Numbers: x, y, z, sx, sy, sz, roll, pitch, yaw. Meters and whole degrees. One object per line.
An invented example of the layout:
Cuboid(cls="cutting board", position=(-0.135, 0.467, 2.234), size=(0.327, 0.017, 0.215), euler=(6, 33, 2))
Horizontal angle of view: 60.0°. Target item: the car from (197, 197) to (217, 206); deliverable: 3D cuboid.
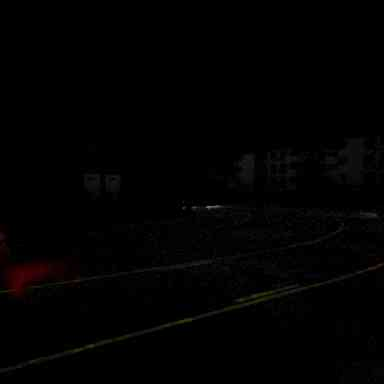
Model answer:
Cuboid(cls="car", position=(1.869, 1.561, 54.563), size=(2.033, 1.411, 5.357), euler=(0, 0, -33))

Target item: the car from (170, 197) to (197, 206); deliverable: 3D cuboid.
Cuboid(cls="car", position=(-1.715, 1.490, 53.613), size=(1.882, 1.535, 5.008), euler=(0, 0, -33))

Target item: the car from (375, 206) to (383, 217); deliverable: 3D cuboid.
Cuboid(cls="car", position=(17.583, 1.613, 28.765), size=(1.895, 1.301, 4.718), euler=(0, 0, 9))

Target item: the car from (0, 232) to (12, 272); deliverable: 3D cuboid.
Cuboid(cls="car", position=(-6.988, 1.477, 7.609), size=(5.008, 1.535, 1.882), euler=(0, 0, -36))
